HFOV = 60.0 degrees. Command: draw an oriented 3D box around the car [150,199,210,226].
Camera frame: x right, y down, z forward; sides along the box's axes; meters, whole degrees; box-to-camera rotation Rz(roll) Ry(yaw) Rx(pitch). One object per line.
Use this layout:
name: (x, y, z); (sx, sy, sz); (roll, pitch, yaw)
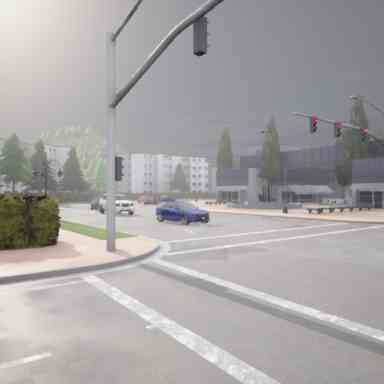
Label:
car: (-0.765, 1.474, 23.885); (1.882, 1.535, 5.008); (0, 0, -37)

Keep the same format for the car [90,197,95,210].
car: (-11.965, 1.349, 42.887); (2.097, 1.767, 4.553); (0, 0, -17)

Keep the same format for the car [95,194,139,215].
car: (-7.660, 1.218, 33.496); (2.150, 2.045, 5.566); (0, 0, -32)

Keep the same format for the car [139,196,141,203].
car: (-9.314, 1.344, 68.077); (2.097, 1.767, 4.553); (0, 0, 15)

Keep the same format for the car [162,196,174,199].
car: (-5.299, 1.469, 69.547); (1.882, 1.535, 5.008); (0, 0, 20)

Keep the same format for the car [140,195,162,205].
car: (-7.213, 1.540, 59.082); (2.033, 1.411, 5.357); (0, 0, 3)
